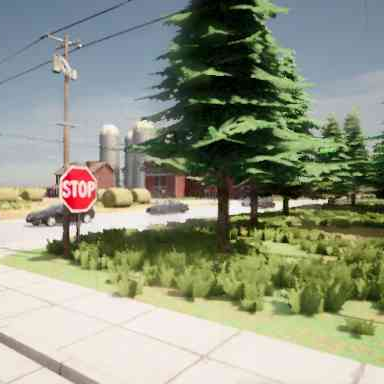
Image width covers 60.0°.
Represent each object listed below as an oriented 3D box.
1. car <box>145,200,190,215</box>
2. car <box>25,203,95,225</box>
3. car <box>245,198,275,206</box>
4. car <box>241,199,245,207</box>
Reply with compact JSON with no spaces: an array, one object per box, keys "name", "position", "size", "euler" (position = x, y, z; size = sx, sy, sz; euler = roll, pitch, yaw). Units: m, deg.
[{"name":"car","position":[-2.339,1.552,33.459],"size":[2.033,1.411,5.357],"euler":[0,0,33]},{"name":"car","position":[-9.022,1.511,23.174],"size":[1.837,1.490,4.892],"euler":[0,0,33]},{"name":"car","position":[9.595,1.559,45.136],"size":[2.033,1.411,5.357],"euler":[0,0,34]},{"name":"car","position":[9.211,1.356,51.065],"size":[2.097,1.767,4.553],"euler":[0,0,33]}]
